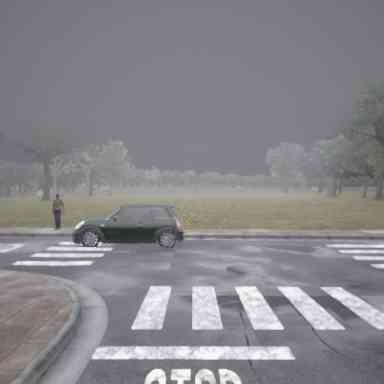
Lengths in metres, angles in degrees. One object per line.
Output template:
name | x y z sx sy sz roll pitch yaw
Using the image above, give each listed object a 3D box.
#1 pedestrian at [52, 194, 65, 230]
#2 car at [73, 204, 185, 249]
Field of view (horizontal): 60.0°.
pedestrian | -6.827 0.997 16.876 0.375 1.860 0.375 0 1 0
car | -2.555 1.306 13.965 4.553 1.767 2.097 0 1 0
